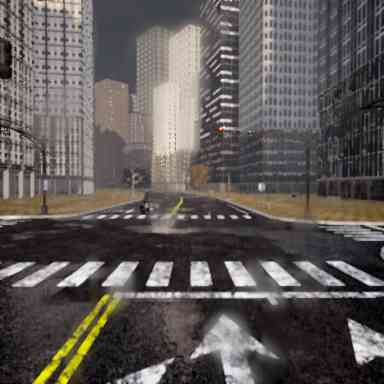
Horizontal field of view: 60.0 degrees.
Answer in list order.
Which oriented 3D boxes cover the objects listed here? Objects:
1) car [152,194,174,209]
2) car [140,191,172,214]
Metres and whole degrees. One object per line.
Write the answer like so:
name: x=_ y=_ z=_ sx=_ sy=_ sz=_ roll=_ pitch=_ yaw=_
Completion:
car: x=-3.336 y=1.016 z=38.816 sx=2.128 sy=1.511 sz=4.902 roll=0 pitch=1 yaw=0
car: x=-3.316 y=0.952 z=30.077 sx=2.150 sy=2.045 sz=5.566 roll=0 pitch=3 yaw=0
